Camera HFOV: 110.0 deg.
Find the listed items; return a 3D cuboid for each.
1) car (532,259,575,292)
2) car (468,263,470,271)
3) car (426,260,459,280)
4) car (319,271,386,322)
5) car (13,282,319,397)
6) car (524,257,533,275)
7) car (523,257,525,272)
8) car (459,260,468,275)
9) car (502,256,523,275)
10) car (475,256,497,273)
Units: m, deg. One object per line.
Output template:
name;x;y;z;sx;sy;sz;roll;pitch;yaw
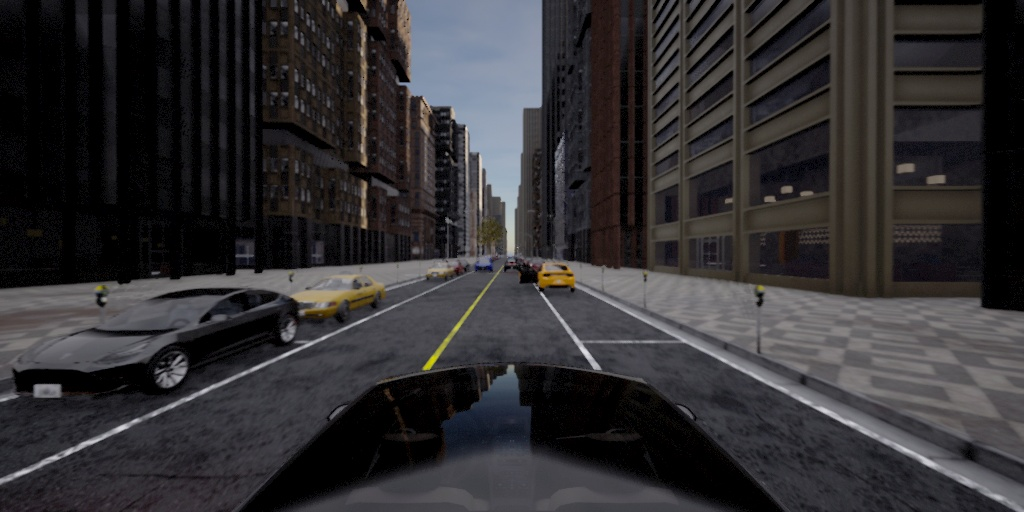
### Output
car;2.360;1.128;20.514;1.882;1.535;5.008;0;0;0
car;-5.763;1.117;40.693;1.948;1.339;4.313;0;0;0
car;-5.763;1.131;29.169;1.751;1.417;4.829;0;0;0
car;-5.763;1.219;12.136;1.751;1.417;4.829;0;0;0
car;-5.762;1.290;6.630;1.948;1.339;4.313;0;0;0
car;2.762;0.991;40.697;1.967;1.591;4.097;0;0;0
car;2.762;1.090;46.376;1.948;1.339;4.313;0;0;0
car;-5.763;1.124;35.015;1.888;1.381;4.507;0;0;0
car;0.018;1.047;42.279;1.837;1.490;4.892;0;0;0
car;-3.088;1.030;40.473;1.882;1.535;5.008;0;0;0
